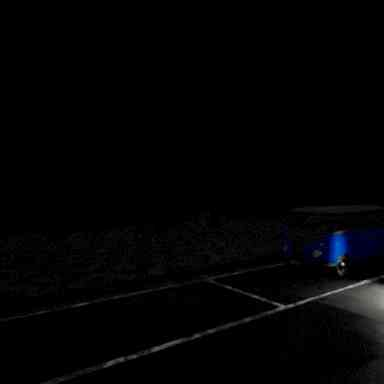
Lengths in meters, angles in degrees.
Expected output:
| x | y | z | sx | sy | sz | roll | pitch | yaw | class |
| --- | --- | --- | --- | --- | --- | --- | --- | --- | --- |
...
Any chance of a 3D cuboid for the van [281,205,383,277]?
| x | y | z | sx | sy | sz | roll | pitch | yaw | class |
| --- | --- | --- | --- | --- | --- | --- | --- | --- | --- |
| 4.359 | 1.287 | 9.766 | 3.998 | 1.788 | 1.690 | 0 | 0 | -36 | van |
